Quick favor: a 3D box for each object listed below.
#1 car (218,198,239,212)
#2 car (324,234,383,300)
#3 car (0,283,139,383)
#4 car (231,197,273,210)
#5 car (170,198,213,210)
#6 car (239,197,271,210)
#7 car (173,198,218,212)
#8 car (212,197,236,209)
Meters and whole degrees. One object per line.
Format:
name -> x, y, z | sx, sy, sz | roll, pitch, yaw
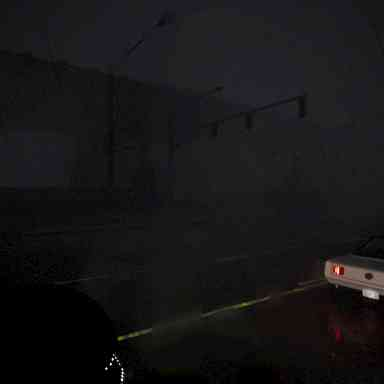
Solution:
car -> 3.780, 1.453, 39.069 | 2.038, 1.542, 4.974 | 0, 0, 18
car -> 5.125, 1.601, 7.437 | 4.718, 1.301, 1.895 | 0, 0, -35
car -> -3.019, 1.221, 1.596 | 5.566, 2.045, 2.150 | 0, 0, -35
car -> 7.688, 1.453, 42.831 | 4.974, 1.542, 2.038 | 0, 0, -7
car -> -0.014, 1.295, 36.389 | 4.536, 1.218, 1.853 | 0, 0, 8
car -> 7.637, 1.295, 42.824 | 4.536, 1.218, 1.853 | 0, 0, -7
car -> 0.037, 1.453, 36.382 | 4.974, 1.542, 2.038 | 0, 0, 8
car -> 3.796, 1.295, 39.118 | 1.853, 1.218, 4.536 | 0, 0, 18
